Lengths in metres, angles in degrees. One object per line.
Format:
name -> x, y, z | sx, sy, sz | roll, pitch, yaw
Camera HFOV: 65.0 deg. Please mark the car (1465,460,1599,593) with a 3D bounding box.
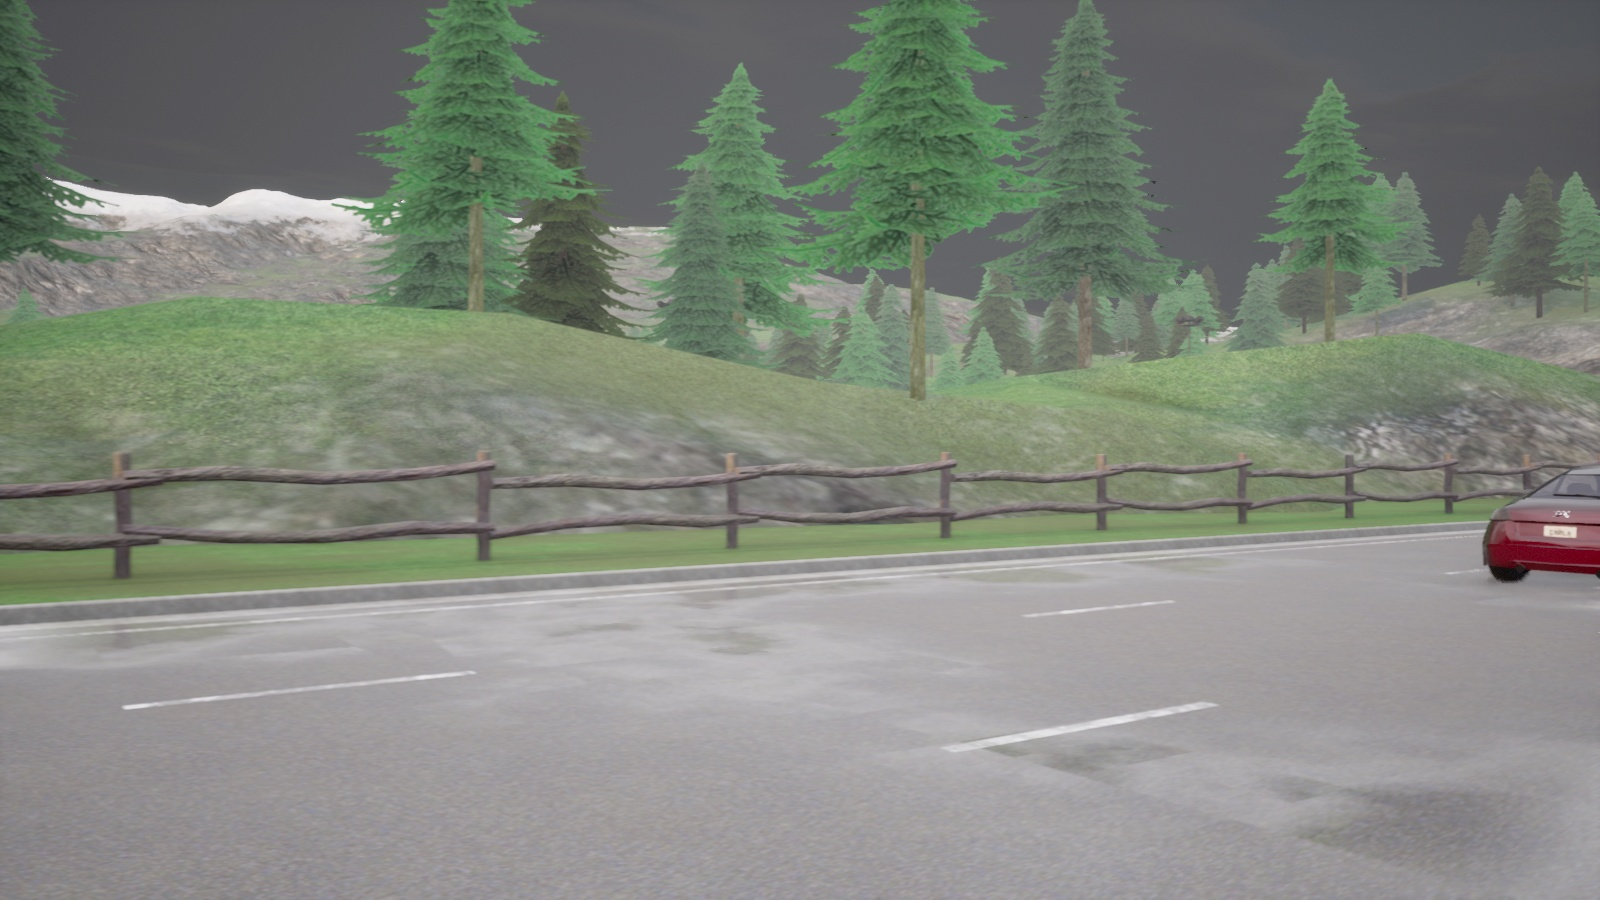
car -> 9.958, 0.824, 14.854 | 4.181, 1.385, 1.994 | 0, 0, -35
